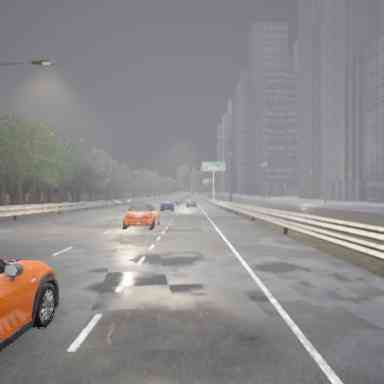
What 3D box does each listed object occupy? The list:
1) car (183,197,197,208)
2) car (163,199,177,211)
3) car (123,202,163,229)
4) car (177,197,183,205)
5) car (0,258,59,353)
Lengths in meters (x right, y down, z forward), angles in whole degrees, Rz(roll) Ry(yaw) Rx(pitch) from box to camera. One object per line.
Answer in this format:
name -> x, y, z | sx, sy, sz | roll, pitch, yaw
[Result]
car -> -0.078, 2.186, 60.480 | 2.128, 1.511, 4.902 | 0, -1, 0
car -> -3.638, 2.058, 49.721 | 1.882, 1.535, 5.008 | 0, -1, 0
car -> -3.535, 1.639, 23.976 | 2.097, 1.767, 4.553 | 0, -1, 0
car -> -3.698, 2.460, 78.259 | 1.895, 1.301, 4.718 | 0, -1, 0
car -> -3.503, 1.405, 4.302 | 2.097, 1.767, 4.553 | 0, -1, 0
